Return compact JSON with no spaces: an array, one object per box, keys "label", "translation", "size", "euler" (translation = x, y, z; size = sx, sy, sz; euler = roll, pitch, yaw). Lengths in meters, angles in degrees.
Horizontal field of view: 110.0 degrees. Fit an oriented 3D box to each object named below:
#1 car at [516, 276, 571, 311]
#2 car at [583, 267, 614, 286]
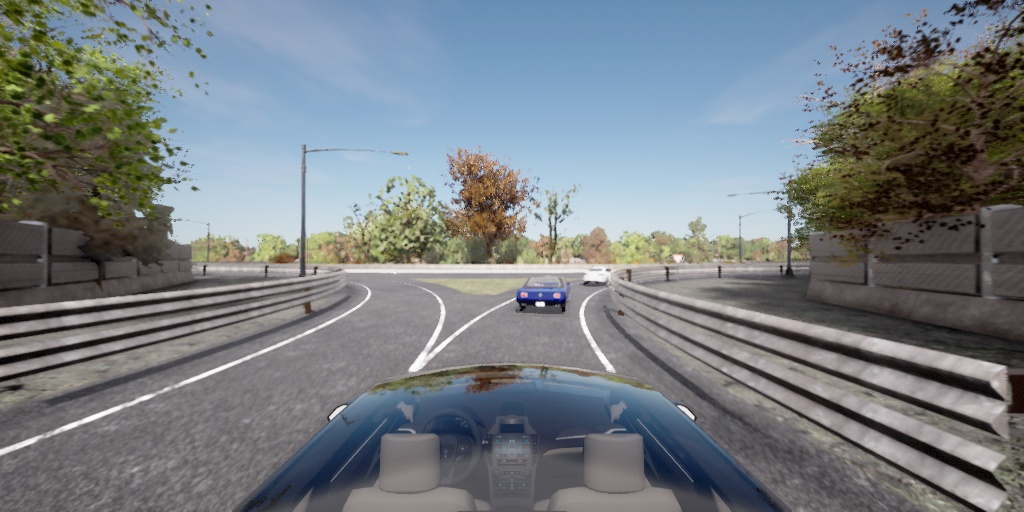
[{"label":"car","translation":[1.517,1.503,15.350],"size":[1.895,1.301,4.718],"euler":[0,-1,12]},{"label":"car","translation":[7.240,1.581,29.071],"size":[1.812,1.442,4.674],"euler":[0,-1,31]}]
